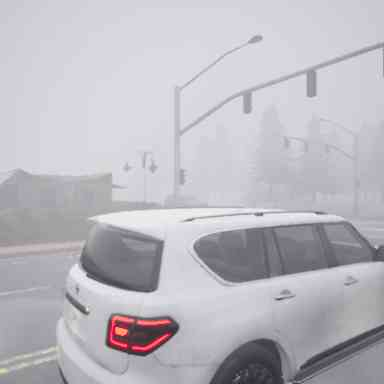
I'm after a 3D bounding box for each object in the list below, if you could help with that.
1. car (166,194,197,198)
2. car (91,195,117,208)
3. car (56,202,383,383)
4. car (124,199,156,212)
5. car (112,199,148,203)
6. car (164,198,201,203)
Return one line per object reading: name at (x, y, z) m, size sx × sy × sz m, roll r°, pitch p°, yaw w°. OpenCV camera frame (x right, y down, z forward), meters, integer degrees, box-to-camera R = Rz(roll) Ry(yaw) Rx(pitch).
car at (-0.625, 1.261, 32.373) m, size 2.150 × 2.045 × 5.566 m, roll 0°, pitch 0°, yaw -37°
car at (-12.907, 1.390, 48.735) m, size 2.097 × 1.767 × 4.553 m, roll 0°, pitch 0°, yaw -37°
car at (1.121, 1.229, 4.586) m, size 5.566 × 2.045 × 2.150 m, roll 0°, pitch 0°, yaw -36°
car at (-6.293, 1.603, 39.907) m, size 1.994 × 1.385 × 4.181 m, roll 0°, pitch 0°, yaw -37°
car at (-5.970, 1.509, 33.656) m, size 1.882 × 1.535 × 5.008 m, roll 0°, pitch 0°, yaw -37°
car at (-0.260, 1.510, 25.970) m, size 1.882 × 1.535 × 5.008 m, roll 0°, pitch 0°, yaw -35°
